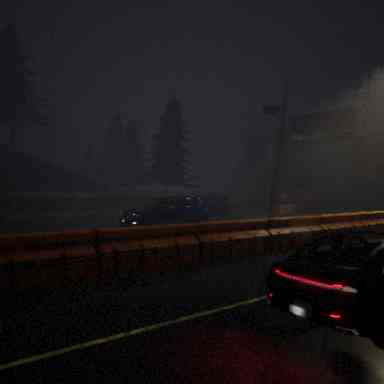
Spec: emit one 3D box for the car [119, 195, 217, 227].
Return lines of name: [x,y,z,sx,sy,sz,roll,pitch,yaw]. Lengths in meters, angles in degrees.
car: [-1.521,1.250,19.998,5.566,2.045,2.150,0,0,-34]

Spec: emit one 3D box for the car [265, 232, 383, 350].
car: [3.507,1.505,6.220,4.902,1.511,2.128,0,0,-35]

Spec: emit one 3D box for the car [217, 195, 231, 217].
car: [1.016,1.305,30.208,5.566,2.045,2.150,0,0,-35]
